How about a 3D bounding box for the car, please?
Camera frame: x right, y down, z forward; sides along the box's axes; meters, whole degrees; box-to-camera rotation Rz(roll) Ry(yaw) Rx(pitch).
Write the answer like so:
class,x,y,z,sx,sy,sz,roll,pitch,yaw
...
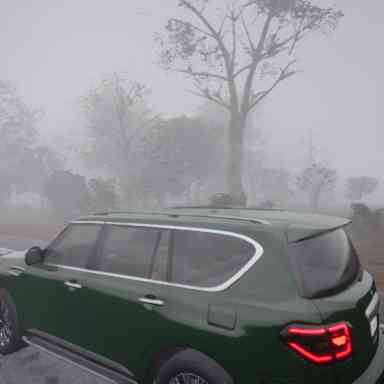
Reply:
class,x,y,z,sx,sy,sz,roll,pitch,yaw
car,-0.614,1.222,4.429,5.566,2.045,2.150,0,0,35
